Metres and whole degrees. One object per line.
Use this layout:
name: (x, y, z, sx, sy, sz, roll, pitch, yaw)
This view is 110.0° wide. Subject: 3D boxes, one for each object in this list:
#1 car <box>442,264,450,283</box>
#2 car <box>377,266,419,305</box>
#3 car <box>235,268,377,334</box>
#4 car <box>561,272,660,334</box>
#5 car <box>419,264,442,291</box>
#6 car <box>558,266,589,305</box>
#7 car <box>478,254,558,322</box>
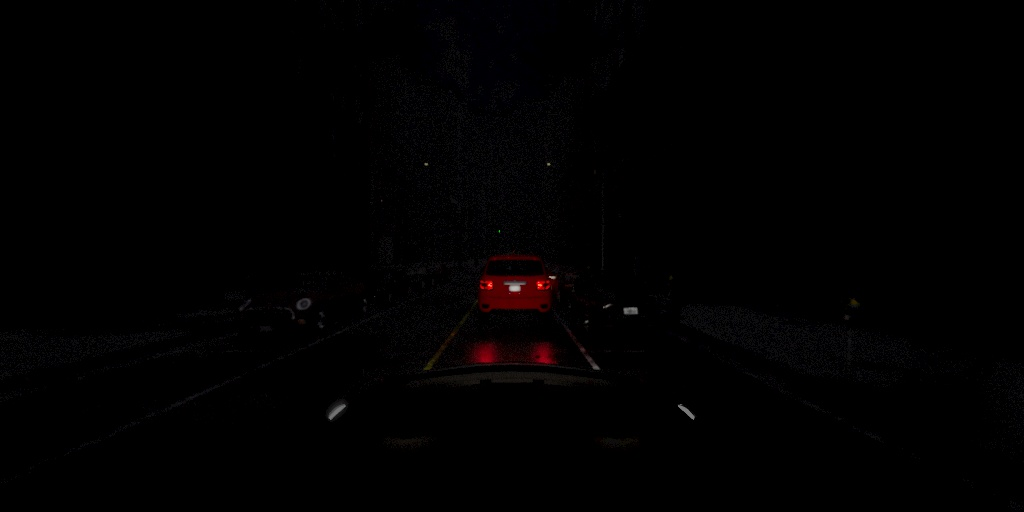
car: (-5.764, 1.266, 26.899, 1.888, 1.381, 4.507, 0, 0, 0)
car: (-5.764, 1.298, 15.888, 1.948, 1.339, 4.313, 0, 0, 0)
car: (-5.764, 1.179, 10.383, 1.967, 1.591, 4.097, 0, 0, 0)
car: (2.762, 1.305, 10.383, 1.948, 1.339, 4.313, 0, 0, 0)
car: (-5.764, 1.277, 21.393, 2.007, 1.370, 4.403, 0, 0, 0)
car: (2.762, 1.278, 15.887, 1.888, 1.381, 4.507, 0, 0, 0)
car: (0.100, 0.959, 12.357, 2.150, 2.045, 5.566, 0, 0, 0)
